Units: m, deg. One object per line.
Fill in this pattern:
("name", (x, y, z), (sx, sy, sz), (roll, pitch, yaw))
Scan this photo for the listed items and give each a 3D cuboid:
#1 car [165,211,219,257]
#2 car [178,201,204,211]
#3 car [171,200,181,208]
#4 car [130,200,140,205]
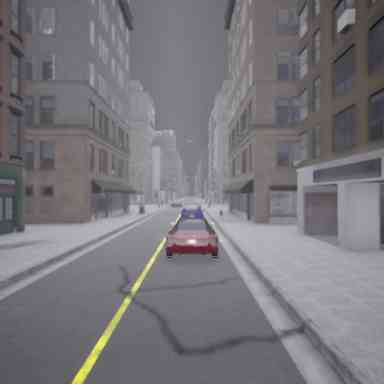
("car", (0.016, 1.708, 13.544), (1.994, 1.385, 4.181), (0, -1, 0))
("car", (0.018, 1.787, 29.230), (1.882, 1.535, 5.008), (0, 0, 0))
("car", (-2.810, 2.128, 60.640), (1.882, 1.535, 5.008), (0, -1, 1))
("car", (-14.927, 2.411, 80.135), (4.829, 1.417, 1.752), (0, 0, 0))
